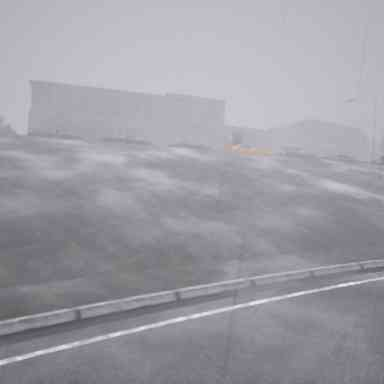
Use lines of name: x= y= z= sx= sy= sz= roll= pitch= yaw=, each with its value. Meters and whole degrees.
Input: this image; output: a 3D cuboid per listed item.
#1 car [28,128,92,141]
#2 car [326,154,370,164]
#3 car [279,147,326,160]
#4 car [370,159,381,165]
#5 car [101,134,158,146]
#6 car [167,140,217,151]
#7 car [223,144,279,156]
car: x=-10.669 y=-4.379 z=27.134 sx=4.892 sy=1.521 sz=2.231 roll=2 pitch=-1 yaw=-15
car: x=15.911 y=-3.177 z=35.380 sx=4.792 sy=1.488 sz=2.163 roll=3 pitch=-1 yaw=-20
car: x=10.530 y=-3.580 z=33.450 sx=4.553 sy=1.767 sz=2.185 roll=3 pitch=-1 yaw=-18
car: x=21.064 y=-2.926 z=37.342 sx=4.674 sy=1.452 sz=2.002 roll=3 pitch=-1 yaw=-21
car: x=-5.338 y=-4.166 z=28.548 sx=4.892 sy=1.521 sz=2.231 roll=2 pitch=-1 yaw=-15
car: x=-0.009 y=-3.893 z=30.070 sx=4.674 sy=1.452 sz=2.002 roll=3 pitch=-1 yaw=-16
car: x=5.288 y=-3.694 z=31.706 sx=5.008 sy=1.535 sz=2.097 roll=3 pitch=-1 yaw=-17
